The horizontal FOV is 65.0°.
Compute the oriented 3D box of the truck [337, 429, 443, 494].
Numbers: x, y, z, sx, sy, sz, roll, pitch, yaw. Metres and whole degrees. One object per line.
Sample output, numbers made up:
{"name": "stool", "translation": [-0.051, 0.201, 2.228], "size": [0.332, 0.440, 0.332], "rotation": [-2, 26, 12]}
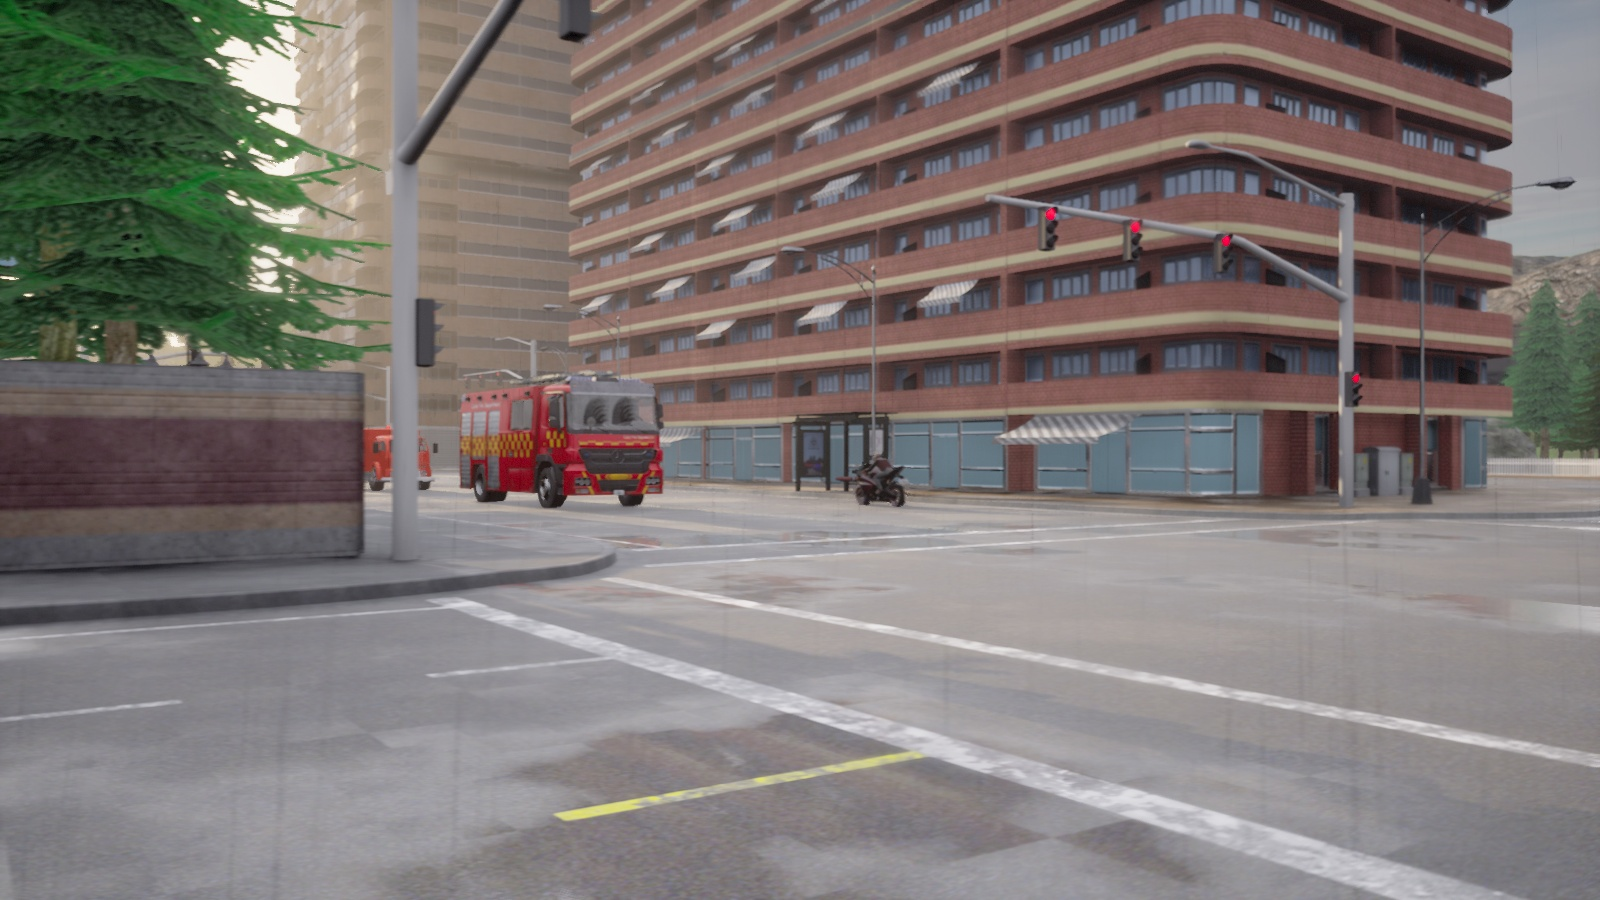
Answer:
{"name": "truck", "translation": [-16.425, 0.433, 50.128], "size": [2.627, 2.467, 5.204], "rotation": [0, 0, -34]}

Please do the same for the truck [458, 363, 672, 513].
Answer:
{"name": "truck", "translation": [-7.042, -0.298, 36.429], "size": [2.891, 3.827, 8.468], "rotation": [0, 0, -34]}

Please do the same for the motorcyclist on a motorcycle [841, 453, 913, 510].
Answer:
{"name": "motorcyclist on a motorcycle", "translation": [2.148, 0.861, 35.406], "size": [0.866, 1.530, 2.191], "rotation": [0, 0, -34]}
